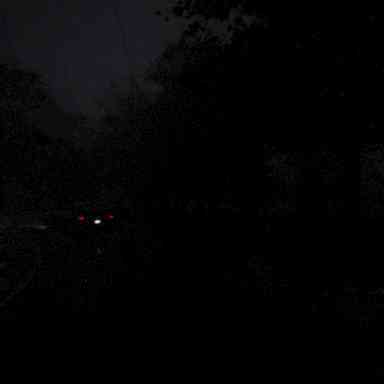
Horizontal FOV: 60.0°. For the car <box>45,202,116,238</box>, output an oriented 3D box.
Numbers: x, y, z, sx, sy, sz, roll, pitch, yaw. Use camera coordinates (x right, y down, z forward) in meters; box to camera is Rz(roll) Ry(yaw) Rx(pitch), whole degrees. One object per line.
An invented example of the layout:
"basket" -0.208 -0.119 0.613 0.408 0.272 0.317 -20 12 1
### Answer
"car" -5.113 1.127 15.099 1.994 1.385 4.181 0 2 -39
